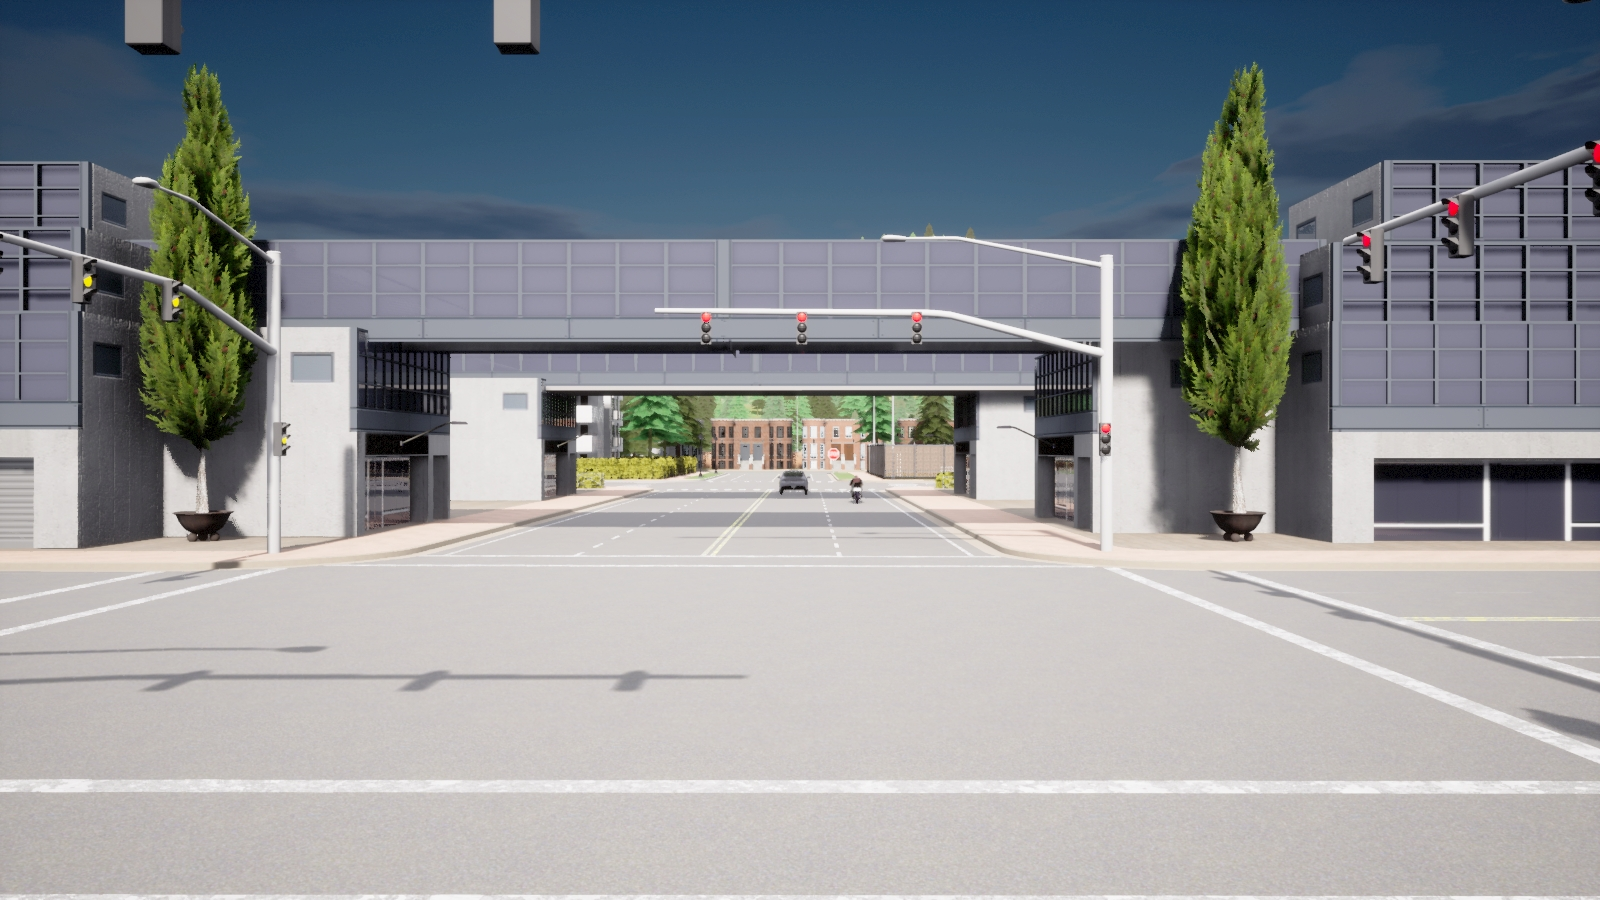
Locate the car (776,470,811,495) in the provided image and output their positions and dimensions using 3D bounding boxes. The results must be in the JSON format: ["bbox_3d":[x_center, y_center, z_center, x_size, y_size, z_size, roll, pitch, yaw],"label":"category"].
[{"bbox_3d":[-0.396,2.061,74.018,2.231,1.480,4.892,0,0,0],"label":"car"}]

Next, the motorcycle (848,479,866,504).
[{"bbox_3d":[3.006,2.205,60.884,0.867,1.251,2.209,0,0,0],"label":"motorcycle"}]
